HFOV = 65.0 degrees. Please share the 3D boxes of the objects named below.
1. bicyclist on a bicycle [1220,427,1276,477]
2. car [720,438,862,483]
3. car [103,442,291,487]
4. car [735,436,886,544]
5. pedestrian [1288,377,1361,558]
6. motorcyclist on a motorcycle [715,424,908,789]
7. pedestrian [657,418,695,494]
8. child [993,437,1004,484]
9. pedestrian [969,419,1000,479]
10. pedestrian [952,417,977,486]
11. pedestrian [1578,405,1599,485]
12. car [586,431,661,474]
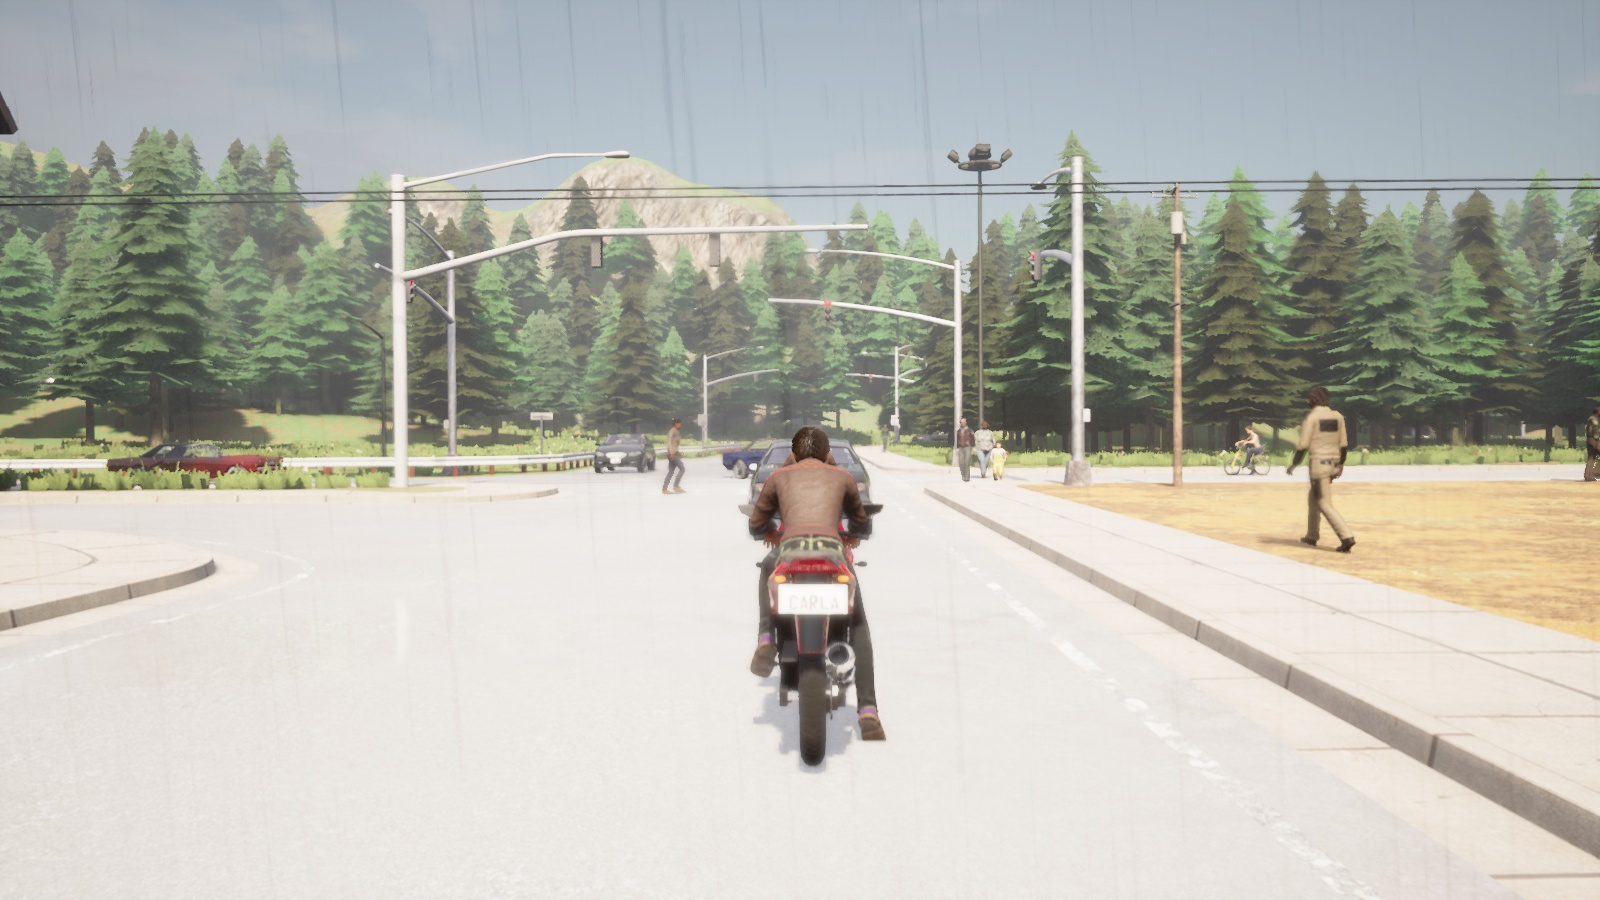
[{"bbox_3d":[14.379,0.057,40.344,1.509,1.612,0.866,0,1,2],"label":"bicyclist on a bicycle"},{"bbox_3d":[-0.340,0.297,39.446,1.895,1.301,4.718,-1,1,-40],"label":"car"},{"bbox_3d":[-18.044,0.424,37.697,4.718,1.301,1.895,0,1,1],"label":"car"},{"bbox_3d":[0.165,0.511,19.564,2.033,1.411,5.357,0,1,1],"label":"car"},{"bbox_3d":[5.745,0.177,13.768,0.396,1.930,0.692,-1,1,-16],"label":"pedestrian"},{"bbox_3d":[0.057,0.641,6.271,0.797,1.523,2.044,0,1,0],"label":"motorcyclist on a motorcycle"},{"bbox_3d":[-2.966,0.134,29.996,0.869,1.805,0.328,0,1,-3],"label":"pedestrian"},{"bbox_3d":[5.424,0.288,34.263,0.270,1.263,0.437,0,1,11],"label":"child"},{"bbox_3d":[5.782,-0.027,39.440,0.874,1.855,0.900,0,1,3],"label":"pedestrian"},{"bbox_3d":[4.452,0.029,34.045,0.376,1.854,0.720,0,1,35],"label":"pedestrian"},{"bbox_3d":[19.316,-0.124,30.452,0.692,1.930,0.395,0,1,19],"label":"pedestrian"},{"bbox_3d":[-6.620,0.053,47.609,2.128,1.511,4.902,0,1,0],"label":"car"}]
